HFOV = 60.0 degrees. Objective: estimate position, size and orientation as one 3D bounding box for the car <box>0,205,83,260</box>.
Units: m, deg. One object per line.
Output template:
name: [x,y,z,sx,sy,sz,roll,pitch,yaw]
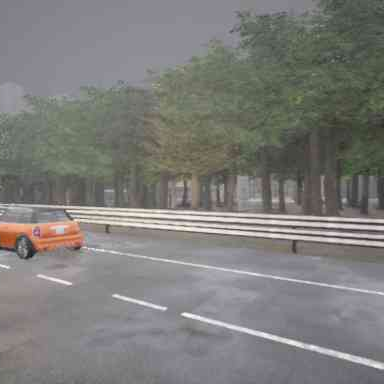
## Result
car: [-6.255,1.355,12.638,4.553,1.767,2.097,0,0,35]
